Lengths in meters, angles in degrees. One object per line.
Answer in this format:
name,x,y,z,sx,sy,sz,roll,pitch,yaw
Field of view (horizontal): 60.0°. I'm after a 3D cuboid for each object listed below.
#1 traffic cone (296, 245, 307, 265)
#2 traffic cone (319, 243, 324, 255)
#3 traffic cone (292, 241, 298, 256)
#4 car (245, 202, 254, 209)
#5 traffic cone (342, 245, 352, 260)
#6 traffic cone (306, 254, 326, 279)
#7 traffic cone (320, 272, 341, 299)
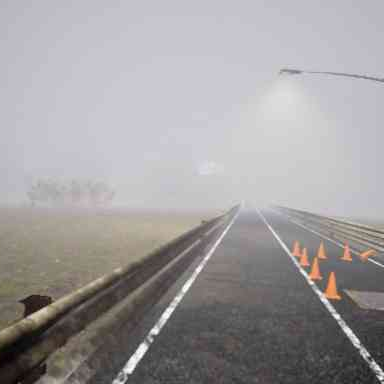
traffic cone,4.062,2.319,12.007,0.340,0.580,0.340,3,-1,10
traffic cone,5.381,2.413,13.811,0.340,0.580,0.340,3,-1,10
traffic cone,4.396,2.361,13.979,0.340,0.580,0.340,3,-1,10
car,12.886,3.102,75.023,1.812,1.442,4.674,3,-1,10
traffic cone,6.365,2.466,13.642,0.340,0.580,0.340,3,-1,10
traffic cone,3.727,2.278,10.036,0.340,0.580,0.340,3,-1,10
traffic cone,3.393,2.237,8.064,0.340,0.580,0.340,3,-1,10
